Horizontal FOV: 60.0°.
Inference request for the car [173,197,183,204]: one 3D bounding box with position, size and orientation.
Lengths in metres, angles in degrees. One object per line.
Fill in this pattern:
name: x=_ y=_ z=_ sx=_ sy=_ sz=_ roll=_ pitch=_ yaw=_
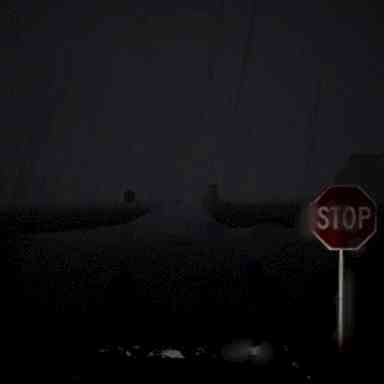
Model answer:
car: x=-2.757 y=1.610 z=65.564 sx=2.033 sy=1.411 sz=5.357 roll=0 pitch=0 yaw=0
